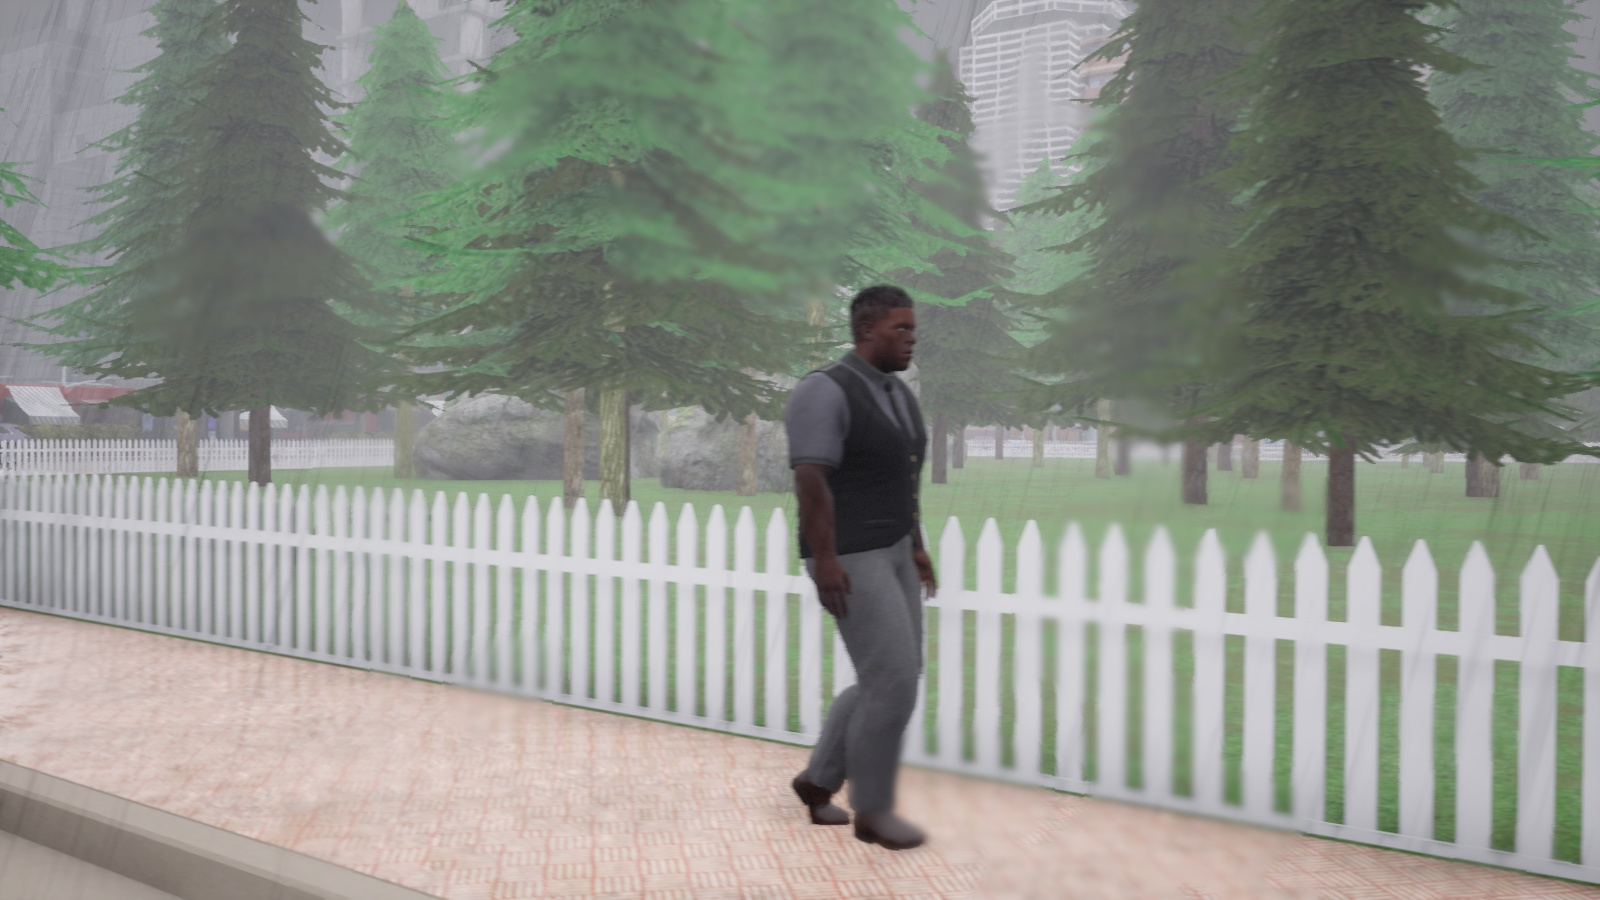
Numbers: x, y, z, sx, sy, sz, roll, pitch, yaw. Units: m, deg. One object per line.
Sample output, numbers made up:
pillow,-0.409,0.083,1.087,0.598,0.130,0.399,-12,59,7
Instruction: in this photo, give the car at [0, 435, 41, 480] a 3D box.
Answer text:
car,-31.203,0.310,46.496,2.033,1.649,4.856,0,1,32

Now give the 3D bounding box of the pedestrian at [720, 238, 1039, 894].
pedestrian,0.258,0.332,4.072,0.849,1.883,0.563,0,1,34
